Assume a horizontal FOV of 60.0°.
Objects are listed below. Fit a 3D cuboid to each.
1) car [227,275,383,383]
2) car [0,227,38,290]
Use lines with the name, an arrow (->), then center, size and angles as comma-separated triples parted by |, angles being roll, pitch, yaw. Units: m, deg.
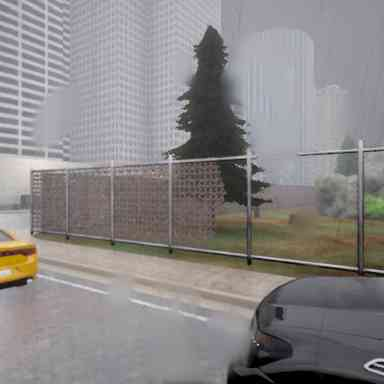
car -> 2.954, 1.222, 1.929 | 5.566, 2.045, 2.150 | 0, 0, 35
car -> -5.766, 1.473, 8.075 | 5.008, 1.535, 1.882 | 0, 0, 35
